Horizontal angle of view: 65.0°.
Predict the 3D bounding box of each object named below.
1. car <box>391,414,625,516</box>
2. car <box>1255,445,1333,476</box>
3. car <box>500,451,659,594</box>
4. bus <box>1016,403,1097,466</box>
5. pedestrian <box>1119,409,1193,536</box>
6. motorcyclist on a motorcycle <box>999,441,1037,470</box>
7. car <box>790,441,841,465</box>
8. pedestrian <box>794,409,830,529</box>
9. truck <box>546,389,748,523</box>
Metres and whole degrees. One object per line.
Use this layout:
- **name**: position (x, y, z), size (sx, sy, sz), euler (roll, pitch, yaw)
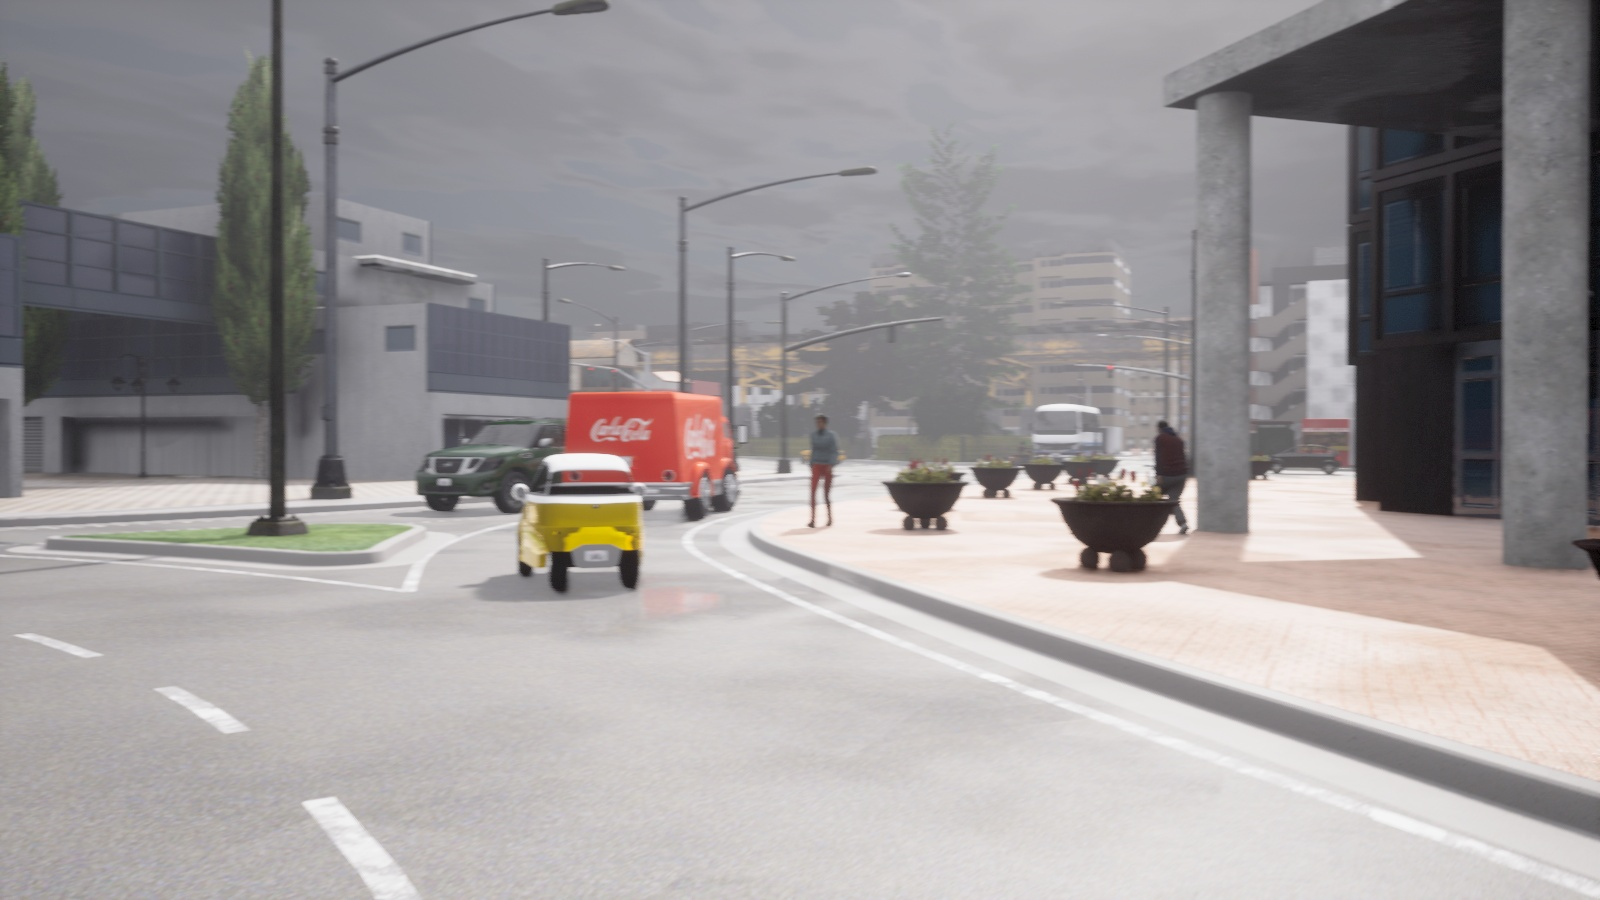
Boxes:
- **car**: position (-6.350, 0.286, 28.130), size (2.150, 2.045, 5.566), euler (0, 0, 25)
- **car**: position (25.773, 0.521, 65.573), size (3.705, 1.549, 1.789), euler (1, 1, 21)
- **car**: position (-2.452, 0.716, 13.635), size (1.481, 1.376, 2.207), euler (0, 1, -16)
- **bus**: position (18.591, -1.097, 90.248), size (3.944, 4.253, 10.273), euler (0, 0, 22)
- **pedestrian**: position (5.345, 0.327, 18.886), size (0.634, 1.844, 0.899), euler (0, 0, -21)
- **motorcyclist on a motorcycle**: position (12.495, 0.331, 72.072), size (2.350, 1.649, 0.766), euler (0, 0, -38)
- **car**: position (0.981, 0.187, 84.755), size (1.801, 1.575, 5.366), euler (0, 0, -18)
- **pedestrian**: position (0.194, 0.289, 19.563), size (0.353, 1.847, 0.614), euler (0, 0, 22)
- **truck**: position (-2.964, 0.103, 25.833), size (2.627, 2.467, 5.204), euler (0, 0, 11)
